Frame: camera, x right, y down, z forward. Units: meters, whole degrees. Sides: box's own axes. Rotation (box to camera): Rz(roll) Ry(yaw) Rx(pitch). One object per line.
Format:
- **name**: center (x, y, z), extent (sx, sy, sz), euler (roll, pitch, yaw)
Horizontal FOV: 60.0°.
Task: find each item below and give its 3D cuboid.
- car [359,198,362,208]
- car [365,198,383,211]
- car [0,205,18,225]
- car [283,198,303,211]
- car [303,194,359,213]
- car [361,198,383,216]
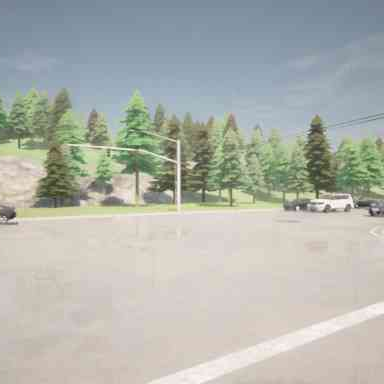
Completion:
- **car**: center (22.256, 1.491, 44.431), extent (4.902, 1.511, 2.128), euler (0, 0, -27)
- **car**: center (24.225, 1.491, 41.506), extent (4.902, 1.511, 2.128), euler (0, 0, -27)
- **car**: center (-14.343, 1.491, 22.061), extent (4.902, 1.511, 2.128), euler (0, 0, -39)
- **car**: center (13.042, 1.504, 39.710), extent (4.892, 1.490, 1.837), euler (0, 0, -28)
- **car**: center (15.469, 1.221, 37.036), extent (5.566, 2.045, 2.150), euler (0, 0, -27)
- **car**: center (18.412, 1.491, 30.677), extent (4.902, 1.511, 2.128), euler (0, 0, -27)
